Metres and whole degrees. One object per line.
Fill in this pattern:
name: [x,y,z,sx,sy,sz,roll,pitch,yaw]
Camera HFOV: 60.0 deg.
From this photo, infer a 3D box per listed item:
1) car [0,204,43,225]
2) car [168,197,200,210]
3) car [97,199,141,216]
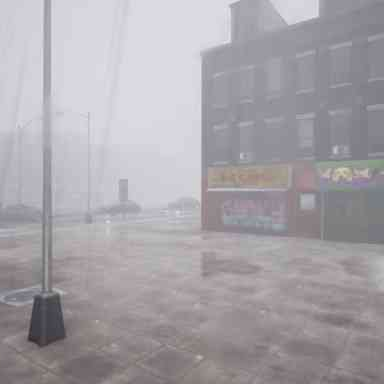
car: [-12.736,1.512,23.470,1.994,1.385,4.181,0,0,36]
car: [-0.912,1.378,40.200,1.837,1.490,4.892,0,0,36]
car: [-6.866,1.435,31.784,1.812,1.442,4.674,0,0,35]
